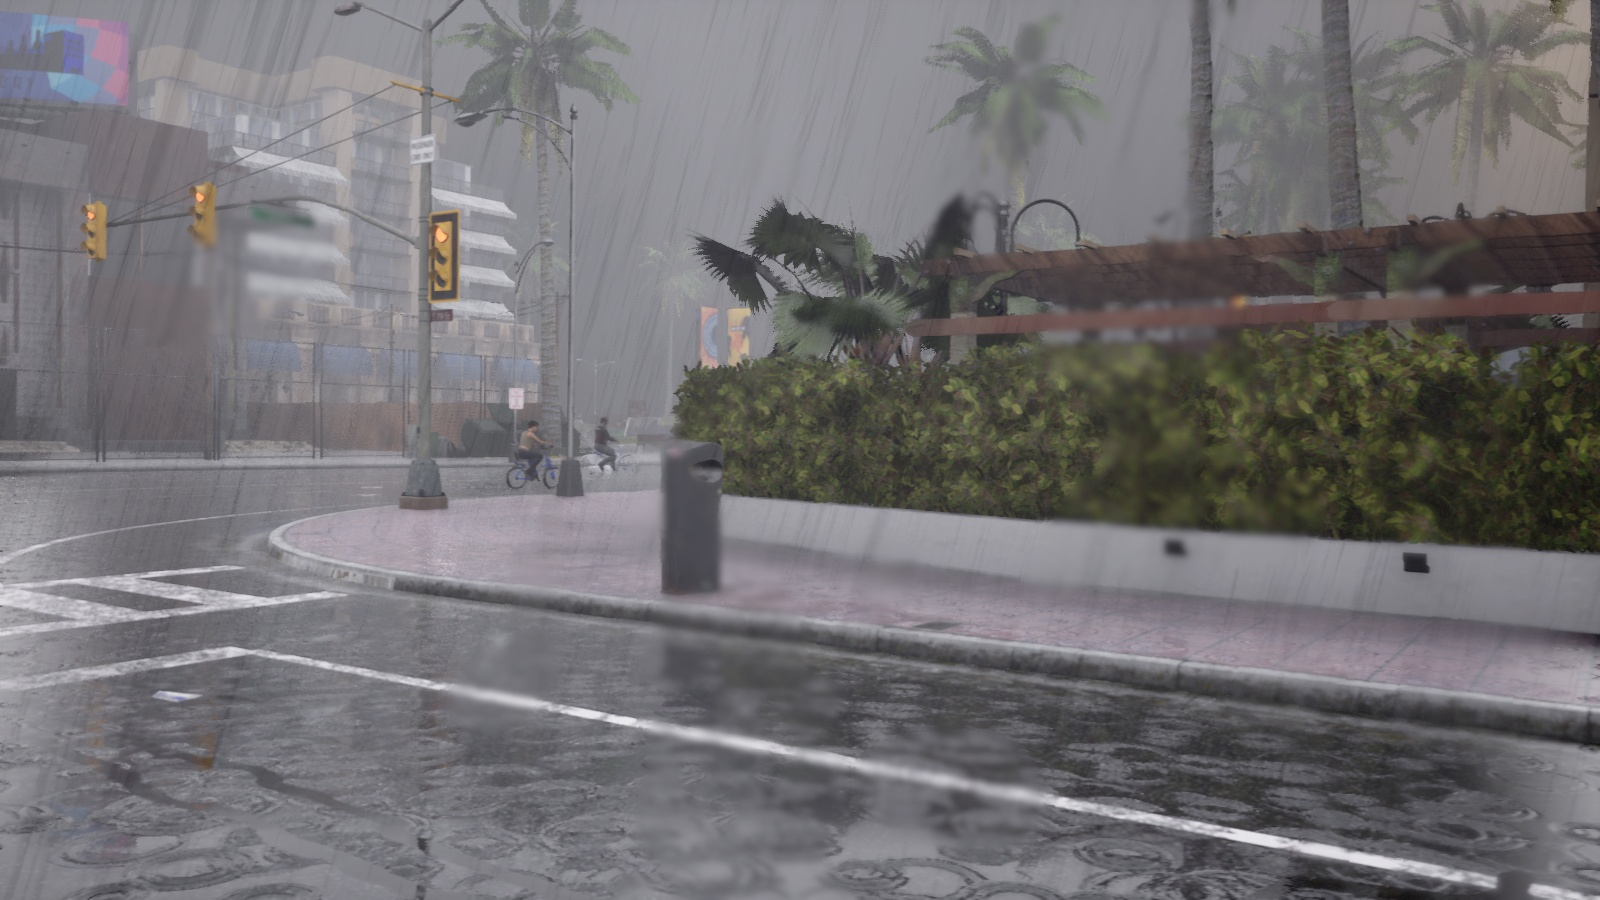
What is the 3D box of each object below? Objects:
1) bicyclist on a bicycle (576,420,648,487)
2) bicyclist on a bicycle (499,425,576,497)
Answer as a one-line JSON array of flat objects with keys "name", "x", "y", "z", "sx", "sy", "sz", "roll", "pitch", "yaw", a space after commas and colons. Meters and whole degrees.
[{"name": "bicyclist on a bicycle", "x": -5.142, "y": 0.072, "z": 34.440, "sx": 1.843, "sy": 1.776, "sz": 0.659, "roll": -1, "pitch": 1, "yaw": -38}, {"name": "bicyclist on a bicycle", "x": -6.067, "y": 0.229, "z": 29.084, "sx": 1.509, "sy": 1.612, "sz": 0.866, "roll": -1, "pitch": 1, "yaw": -42}]
